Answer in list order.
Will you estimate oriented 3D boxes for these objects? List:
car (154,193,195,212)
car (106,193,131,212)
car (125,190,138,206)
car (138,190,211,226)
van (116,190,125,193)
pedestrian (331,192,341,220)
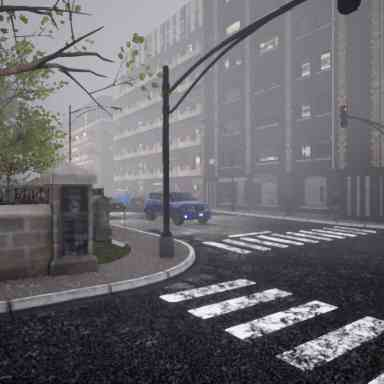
[{"bbox_3d":[-1.776,0.950,32.401,1.967,1.590,4.097,1,1,-36],"label":"car"},{"bbox_3d":[-7.641,1.071,30.590,1.994,1.385,4.181,0,1,-36],"label":"car"},{"bbox_3d":[-5.036,0.727,36.855,2.192,1.841,5.009,1,1,-36],"label":"car"},{"bbox_3d":[-1.102,0.926,21.654,2.150,2.045,5.566,0,1,-36],"label":"car"},{"bbox_3d":[-8.299,0.655,41.312,1.690,1.788,3.998,1,1,-36],"label":"van"},{"bbox_3d":[9.495,0.901,21.964,0.375,1.860,0.375,1,-1,-36],"label":"pedestrian"}]
